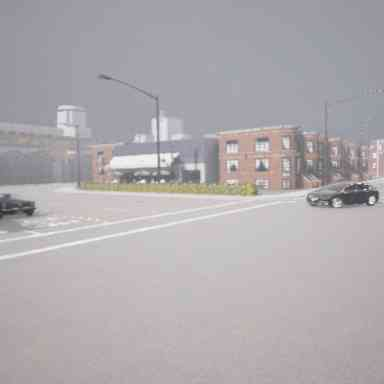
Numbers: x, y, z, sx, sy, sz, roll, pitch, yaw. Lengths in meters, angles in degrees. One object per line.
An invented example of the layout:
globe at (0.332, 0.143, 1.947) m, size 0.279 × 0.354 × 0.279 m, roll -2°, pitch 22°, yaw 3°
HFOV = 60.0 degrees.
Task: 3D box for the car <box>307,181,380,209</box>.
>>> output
car at (9.372, 0.131, 20.563) m, size 4.892 × 1.490 × 1.837 m, roll -2°, pitch 6°, yaw -24°

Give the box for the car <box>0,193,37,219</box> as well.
car at (-10.797, 0.718, 19.001) m, size 4.718 × 1.301 × 1.895 m, roll 2°, pitch 4°, yaw 40°
